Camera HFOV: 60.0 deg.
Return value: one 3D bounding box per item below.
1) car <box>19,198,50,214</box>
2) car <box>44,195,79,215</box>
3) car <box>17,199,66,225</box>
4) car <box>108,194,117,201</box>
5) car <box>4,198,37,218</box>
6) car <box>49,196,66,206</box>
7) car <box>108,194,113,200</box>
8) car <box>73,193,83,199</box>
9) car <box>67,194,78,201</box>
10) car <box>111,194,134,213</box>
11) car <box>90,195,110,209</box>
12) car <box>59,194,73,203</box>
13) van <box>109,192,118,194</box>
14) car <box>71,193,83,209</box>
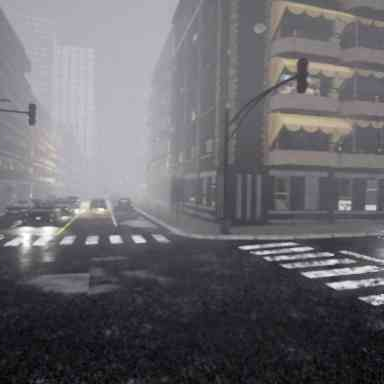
[{"bbox_3d":[-15.164,1.300,32.175,1.947,1.339,4.313,0,0,-15],"label":"car"},{"bbox_3d":[-12.169,1.333,31.098,2.033,1.411,5.357,1,0,-14],"label":"car"},{"bbox_3d":[-9.787,1.390,22.019,1.994,1.385,4.181,1,0,-15],"label":"car"},{"bbox_3d":[-18.362,1.245,77.067,1.887,1.381,4.507,0,0,-15],"label":"car"},{"bbox_3d":[-13.751,1.309,26.831,2.008,1.369,4.403,0,0,-15],"label":"car"},{"bbox_3d":[-19.403,1.248,48.208,1.802,1.307,4.206,0,0,-15],"label":"car"},{"bbox_3d":[-11.299,1.356,50.345,2.008,1.369,4.403,0,0,-15],"label":"car"},{"bbox_3d":[-29.289,1.072,85.618,2.008,1.369,4.403,0,0,-15],"label":"car"},{"bbox_3d":[-25.052,1.162,69.586,1.802,1.307,4.206,0,0,-15],"label":"car"},{"bbox_3d":[-7.061,1.315,34.311,1.967,1.590,4.097,0,0,-15],"label":"car"},{"bbox_3d":[-11.324,1.366,40.338,1.994,1.385,4.181,1,0,-15],"label":"car"},{"bbox_3d":[-22.183,1.148,58.732,1.752,1.417,4.829,0,0,-15],"label":"car"},{"bbox_3d":[-14.123,1.103,61.033,1.690,1.788,3.998,0,0,-15],"label":"van"},{"bbox_3d":[-14.743,1.249,41.134,1.837,1.490,4.892,1,0,-15],"label":"car"}]
